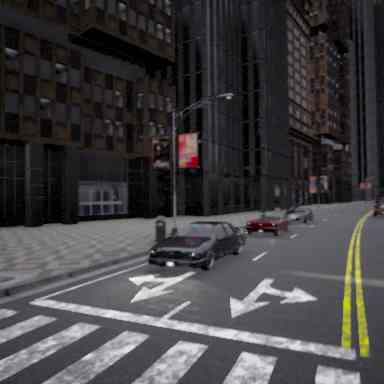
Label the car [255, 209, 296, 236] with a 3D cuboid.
[{"bbox_3d":[5.003,1.972,21.233,1.895,1.301,4.718,-1,-1,28],"label":"car"}]

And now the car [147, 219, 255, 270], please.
[{"bbox_3d":[0.513,1.803,12.363,2.033,1.411,5.357,-1,-1,26],"label":"car"}]

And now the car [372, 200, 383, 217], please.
[{"bbox_3d":[20.897,1.956,36.206,1.812,1.442,4.674,-2,-1,31],"label":"car"}]

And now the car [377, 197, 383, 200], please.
[{"bbox_3d":[25.951,1.726,44.736,2.150,2.045,5.566,-2,-1,32],"label":"car"}]

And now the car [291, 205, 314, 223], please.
[{"bbox_3d":[9.811,1.973,30.162,2.128,1.511,4.902,-1,-1,29],"label":"car"}]
